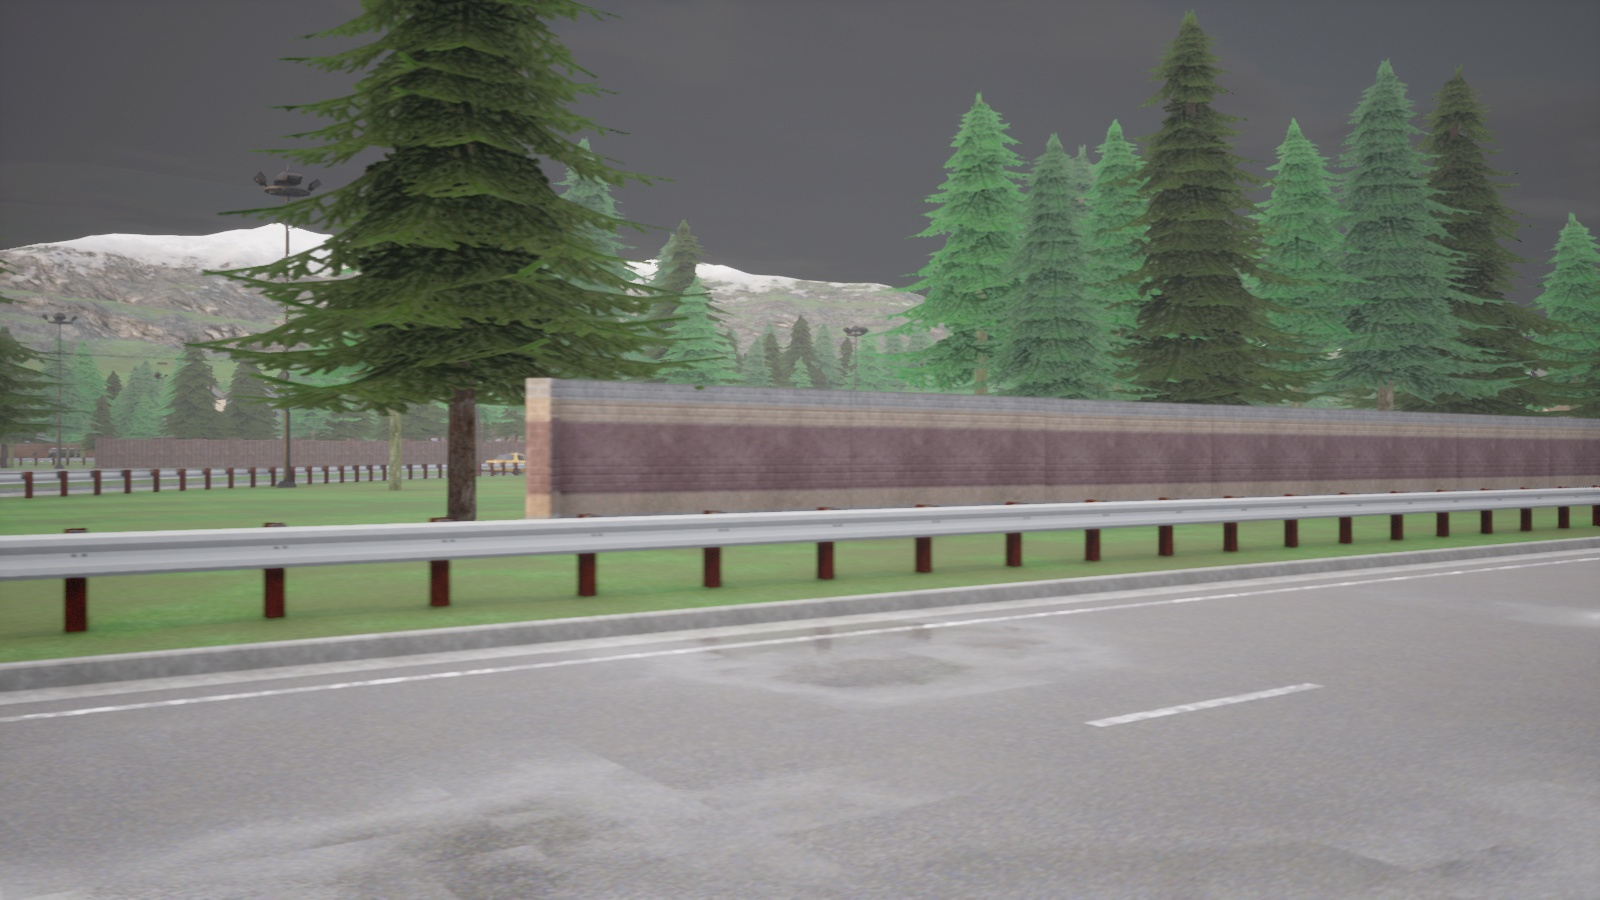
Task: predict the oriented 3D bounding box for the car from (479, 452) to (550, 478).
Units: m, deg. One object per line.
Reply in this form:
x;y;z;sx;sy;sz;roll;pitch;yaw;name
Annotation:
-18.220;0.920;80.486;1.801;1.575;5.366;0;0;20;car
